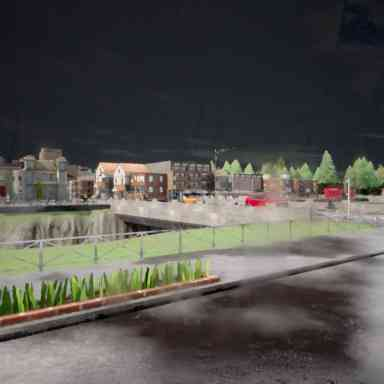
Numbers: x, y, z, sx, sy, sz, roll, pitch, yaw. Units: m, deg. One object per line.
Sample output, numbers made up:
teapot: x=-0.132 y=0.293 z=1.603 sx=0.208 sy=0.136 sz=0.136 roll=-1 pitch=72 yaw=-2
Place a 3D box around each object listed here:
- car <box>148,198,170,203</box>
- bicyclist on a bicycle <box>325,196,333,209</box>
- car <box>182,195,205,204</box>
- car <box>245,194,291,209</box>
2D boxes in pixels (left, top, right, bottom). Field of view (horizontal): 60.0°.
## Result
car: x=-5.739 y=1.601 z=57.141 sx=1.895 sy=1.301 sz=4.718 roll=0 pitch=0 yaw=-35
bicyclist on a bicycle: x=16.594 y=1.349 z=40.362 sx=1.656 sy=1.620 sz=0.582 roll=0 pitch=0 yaw=-36
car: x=0.215 y=1.352 z=55.925 sx=2.097 sy=1.767 sz=4.553 roll=0 pitch=0 yaw=-36
car: x=8.379 y=1.221 z=37.399 sx=2.150 sy=2.045 sz=5.566 roll=0 pitch=0 yaw=-36
